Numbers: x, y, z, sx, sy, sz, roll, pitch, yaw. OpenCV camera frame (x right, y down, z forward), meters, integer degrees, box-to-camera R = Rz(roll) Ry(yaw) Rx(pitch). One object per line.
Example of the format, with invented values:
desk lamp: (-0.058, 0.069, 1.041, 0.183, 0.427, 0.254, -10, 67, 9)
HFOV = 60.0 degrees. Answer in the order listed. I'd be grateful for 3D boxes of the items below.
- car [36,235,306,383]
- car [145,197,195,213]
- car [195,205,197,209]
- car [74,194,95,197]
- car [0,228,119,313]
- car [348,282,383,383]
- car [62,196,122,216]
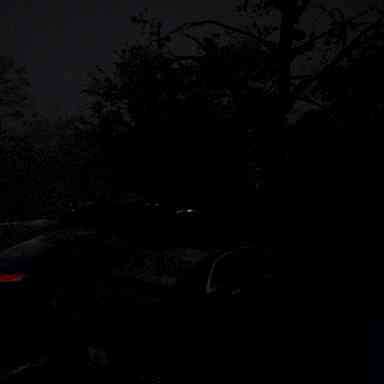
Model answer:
car: (0.398, 1.486, 5.524, 2.231, 1.521, 4.892, 0, 0, 35)
car: (-2.108, 1.182, 29.473, 1.837, 1.490, 4.892, -3, -1, 35)
car: (0.518, 1.255, 38.690, 2.033, 1.411, 5.357, -3, -1, 35)
car: (-17.688, 1.407, 52.839, 2.150, 2.045, 5.566, -3, -1, 35)
car: (-2.267, 1.530, 7.428, 2.002, 1.452, 4.674, 0, 0, 36)
car: (3.070, 1.479, 3.633, 2.097, 1.535, 5.008, 0, 0, 35)
car: (-7.927, 1.373, 26.742, 1.882, 1.535, 5.008, -3, -1, 36)
